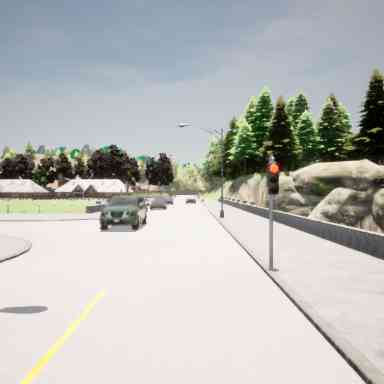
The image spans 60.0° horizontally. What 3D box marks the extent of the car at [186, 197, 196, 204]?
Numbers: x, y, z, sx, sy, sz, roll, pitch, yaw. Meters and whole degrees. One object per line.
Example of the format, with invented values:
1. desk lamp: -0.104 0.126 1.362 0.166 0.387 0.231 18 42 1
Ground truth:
1. car: -0.180 1.601 63.408 1.895 1.301 4.718 0 0 0

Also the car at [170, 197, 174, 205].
1. car: -4.245 1.547 58.950 2.033 1.411 5.357 0 0 0

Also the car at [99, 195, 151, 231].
1. car: -4.160 1.220 21.027 2.150 2.045 5.566 0 0 0

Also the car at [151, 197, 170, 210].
1. car: -4.222 1.526 42.697 1.812 1.442 4.674 0 0 -1
